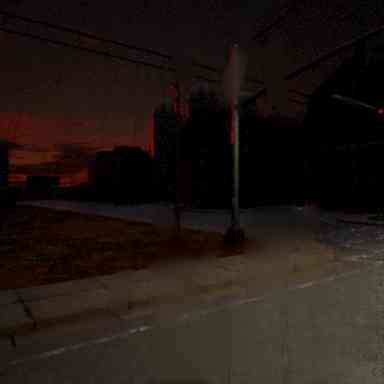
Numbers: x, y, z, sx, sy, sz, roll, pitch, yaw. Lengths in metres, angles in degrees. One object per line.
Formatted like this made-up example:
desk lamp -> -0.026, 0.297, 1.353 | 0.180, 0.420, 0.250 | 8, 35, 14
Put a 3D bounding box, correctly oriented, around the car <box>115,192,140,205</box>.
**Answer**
car -> -10.201, 1.070, 53.205 | 3.866, 1.878, 1.905 | -2, 5, 11
